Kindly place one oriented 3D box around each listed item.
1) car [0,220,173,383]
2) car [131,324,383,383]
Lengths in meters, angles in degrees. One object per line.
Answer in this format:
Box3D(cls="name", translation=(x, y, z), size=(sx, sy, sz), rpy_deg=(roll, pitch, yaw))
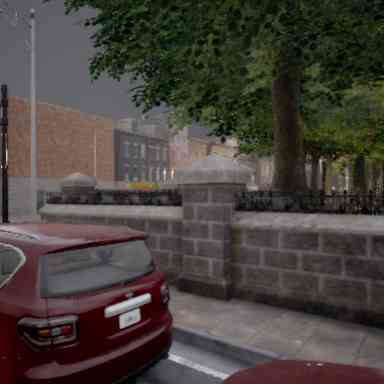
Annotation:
Box3D(cls="car", translation=(-2.552, 1.318, 4.642), size=(5.009, 1.841, 2.192), rpy_deg=(0, -1, 35))
Box3D(cls="car", translation=(1.884, 1.582, 1.478), size=(4.206, 1.307, 1.802), rpy_deg=(0, -1, 35))
